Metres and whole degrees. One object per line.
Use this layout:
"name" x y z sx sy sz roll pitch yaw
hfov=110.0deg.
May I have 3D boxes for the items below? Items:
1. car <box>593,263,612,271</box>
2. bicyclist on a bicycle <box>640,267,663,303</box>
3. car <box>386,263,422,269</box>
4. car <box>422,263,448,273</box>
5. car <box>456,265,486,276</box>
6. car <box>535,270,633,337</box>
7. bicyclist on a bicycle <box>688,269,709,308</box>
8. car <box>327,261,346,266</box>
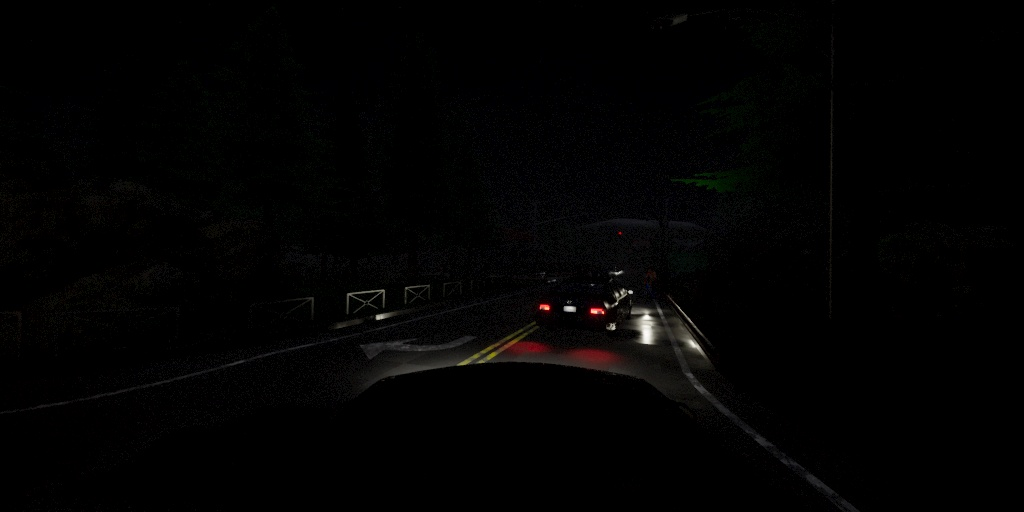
"car" 11.273 1.999 45.677 1.895 1.301 4.718 0 0 20
"bicyclist on a bicycle" 6.429 1.345 16.489 1.656 1.620 0.582 1 -1 -31
"car" -14.770 1.634 48.137 4.181 1.385 1.994 1 -1 20
"car" -11.796 1.710 50.927 5.357 1.411 2.033 1 -1 20
"car" -5.371 1.767 44.738 4.181 1.385 1.994 1 -1 20
"car" 2.304 1.279 10.283 2.033 1.411 5.357 1 -1 24
"bicyclist on a bicycle" 7.874 1.357 15.107 1.656 1.620 0.582 1 -1 -34
"car" -24.541 1.482 51.968 5.357 1.411 2.033 1 -1 23
